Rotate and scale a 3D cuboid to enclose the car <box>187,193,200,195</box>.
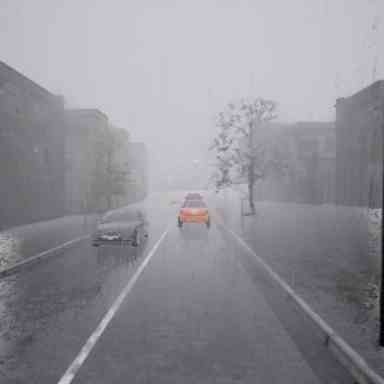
[{"bbox_3d":[0.198,1.200,42.659,2.150,2.045,5.566,0,0,0],"label":"car"}]

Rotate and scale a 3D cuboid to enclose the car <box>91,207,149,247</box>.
[{"bbox_3d":[-3.077,1.497,14.978,1.837,1.490,4.892,0,0,0],"label":"car"}]

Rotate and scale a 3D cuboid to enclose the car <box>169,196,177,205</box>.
[{"bbox_3d":[-2.915,1.420,56.818,1.882,1.535,5.008,0,1,1],"label":"car"}]

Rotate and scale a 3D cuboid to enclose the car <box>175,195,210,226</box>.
[{"bbox_3d":[0.146,1.341,23.438,2.097,1.767,4.553,0,0,0],"label":"car"}]
